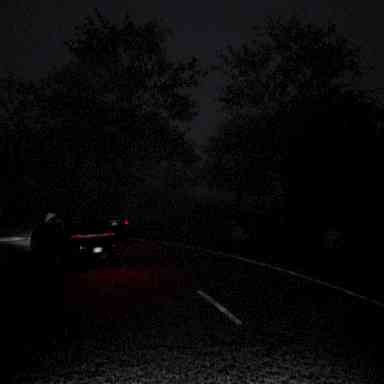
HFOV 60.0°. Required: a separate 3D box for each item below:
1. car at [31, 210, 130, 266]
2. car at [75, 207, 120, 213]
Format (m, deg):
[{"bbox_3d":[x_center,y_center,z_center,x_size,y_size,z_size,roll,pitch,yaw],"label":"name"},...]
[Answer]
[{"bbox_3d":[-4.383,1.588,12.032,2.128,1.511,4.902,1,-2,-39],"label":"car"},{"bbox_3d":[-5.329,1.549,17.199,4.553,1.767,2.097,-1,-1,40],"label":"car"}]
